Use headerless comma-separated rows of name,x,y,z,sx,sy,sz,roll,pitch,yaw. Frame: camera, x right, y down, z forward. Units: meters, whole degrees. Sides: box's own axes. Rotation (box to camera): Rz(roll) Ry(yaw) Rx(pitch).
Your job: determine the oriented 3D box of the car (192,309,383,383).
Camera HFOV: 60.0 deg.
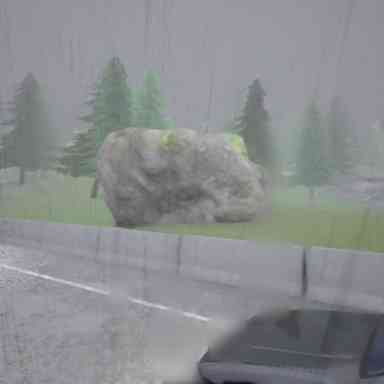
car,2.559,1.549,2.169,5.357,1.411,2.033,0,0,35
